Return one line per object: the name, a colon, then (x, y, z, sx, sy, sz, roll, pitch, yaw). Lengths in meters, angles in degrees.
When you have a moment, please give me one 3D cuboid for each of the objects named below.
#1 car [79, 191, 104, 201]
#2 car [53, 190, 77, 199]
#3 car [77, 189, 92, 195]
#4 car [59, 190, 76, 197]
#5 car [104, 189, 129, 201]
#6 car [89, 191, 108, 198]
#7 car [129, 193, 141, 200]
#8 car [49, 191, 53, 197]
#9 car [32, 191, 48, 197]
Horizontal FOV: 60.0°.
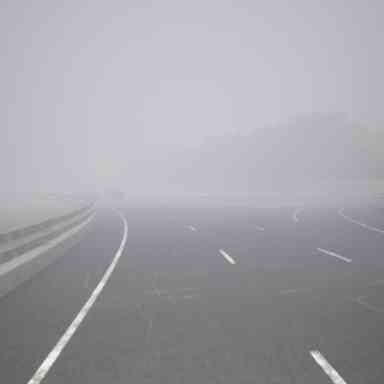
car: (-16.453, 0.861, 54.473, 1.895, 1.301, 4.718, -1, 1, -33)
car: (-25.325, 0.616, 66.181, 1.882, 1.535, 5.008, -1, 1, -41)
car: (-22.217, 0.314, 67.910, 2.150, 2.045, 5.566, -1, 1, -41)
car: (-30.326, 0.296, 80.993, 4.553, 1.767, 2.097, 0, 1, 41)
car: (-13.123, 0.438, 55.764, 2.150, 2.045, 5.566, -1, 1, -33)
car: (-19.815, 0.510, 70.500, 1.882, 1.535, 5.008, -1, 1, -41)
car: (-10.821, 0.757, 58.618, 1.895, 1.301, 4.718, -1, 1, -36)
car: (-32.656, 0.550, 78.388, 4.181, 1.385, 1.994, 0, 1, 41)
car: (-35.777, 0.549, 76.472, 4.892, 1.490, 1.837, 0, 1, 41)
